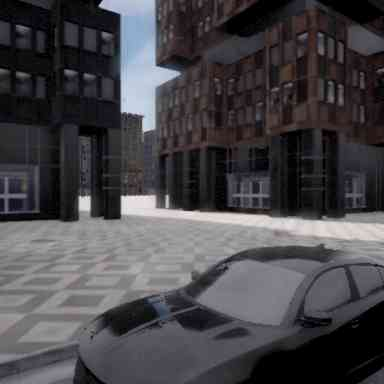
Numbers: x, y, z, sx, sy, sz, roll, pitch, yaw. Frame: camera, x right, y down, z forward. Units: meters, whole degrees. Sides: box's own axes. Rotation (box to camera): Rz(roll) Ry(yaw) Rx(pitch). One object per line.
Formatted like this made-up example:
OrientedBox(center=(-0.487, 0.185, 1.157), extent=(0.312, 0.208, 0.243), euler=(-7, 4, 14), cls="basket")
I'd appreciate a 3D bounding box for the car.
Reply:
OrientedBox(center=(1.143, 1.476, 4.179), extent=(5.008, 1.535, 1.882), euler=(0, 0, -35), cls="car")
